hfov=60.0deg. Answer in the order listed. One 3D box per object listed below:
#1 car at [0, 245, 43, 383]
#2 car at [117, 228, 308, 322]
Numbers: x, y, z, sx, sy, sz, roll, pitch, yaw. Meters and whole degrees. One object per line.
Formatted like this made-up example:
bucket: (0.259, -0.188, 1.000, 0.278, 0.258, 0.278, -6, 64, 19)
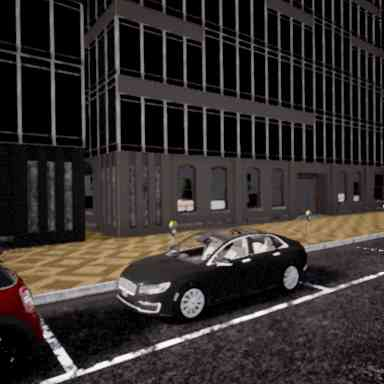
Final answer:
car: (-4.012, 1.459, 3.698, 4.097, 1.590, 1.967, -1, 1, -36)
car: (0.622, 1.481, 7.005, 4.403, 1.369, 2.008, -1, 1, -36)
